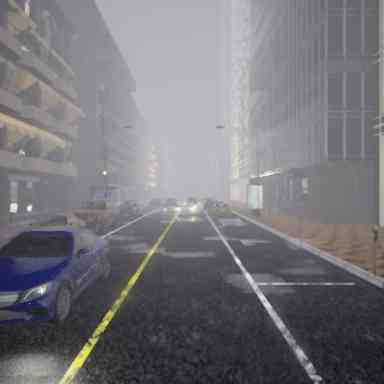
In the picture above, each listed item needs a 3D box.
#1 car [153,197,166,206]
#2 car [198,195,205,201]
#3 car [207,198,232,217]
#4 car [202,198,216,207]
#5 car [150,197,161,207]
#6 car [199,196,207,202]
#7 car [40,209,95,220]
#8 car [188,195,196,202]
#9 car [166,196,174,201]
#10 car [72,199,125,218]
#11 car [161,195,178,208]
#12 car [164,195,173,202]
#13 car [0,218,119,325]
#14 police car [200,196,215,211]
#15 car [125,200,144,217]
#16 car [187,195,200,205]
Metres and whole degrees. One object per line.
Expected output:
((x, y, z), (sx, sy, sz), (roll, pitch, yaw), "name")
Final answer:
((-5.697, 1.593, 58.970), (1.752, 1.417, 4.829), (0, 0, 0), "car")
((2.680, 1.680, 93.032), (2.008, 1.369, 4.403), (0, 0, 0), "car")
((2.687, 1.557, 31.068), (1.752, 1.417, 4.829), (0, 0, 0), "car")
((2.685, 1.626, 53.492), (1.947, 1.339, 4.313), (0, 0, 0), "car")
((-5.696, 1.626, 53.490), (1.947, 1.339, 4.313), (0, 0, 0), "car")
((2.682, 1.652, 81.734), (1.887, 1.381, 4.507), (0, 0, 0), "car")
((-5.691, 1.595, 13.951), (1.802, 1.307, 4.206), (0, 0, 0), "car")
((-0.007, 1.504, 76.880), (1.812, 1.442, 4.674), (0, 0, 0), "car")
((-5.699, 1.700, 87.382), (1.802, 1.307, 4.206), (0, 0, 0), "car")
((-5.693, 1.334, 19.600), (2.192, 1.841, 5.009), (0, 0, 0), "car")
((-3.086, 1.531, 48.949), (1.882, 1.535, 5.008), (0, 0, 0), "car")
((-5.699, 1.548, 81.733), (1.967, 1.590, 4.097), (0, 0, 0), "car")
((-3.100, 1.532, 7.273), (1.812, 1.442, 4.674), (0, 0, 0), "car")
((2.363, 1.469, 41.815), (1.930, 1.638, 5.238), (0, 0, 0), "police car")
((-5.693, 1.471, 30.897), (1.967, 1.590, 4.097), (0, 0, 0), "car")
((-0.006, 1.574, 59.587), (1.837, 1.490, 4.892), (0, 0, 0), "car")
